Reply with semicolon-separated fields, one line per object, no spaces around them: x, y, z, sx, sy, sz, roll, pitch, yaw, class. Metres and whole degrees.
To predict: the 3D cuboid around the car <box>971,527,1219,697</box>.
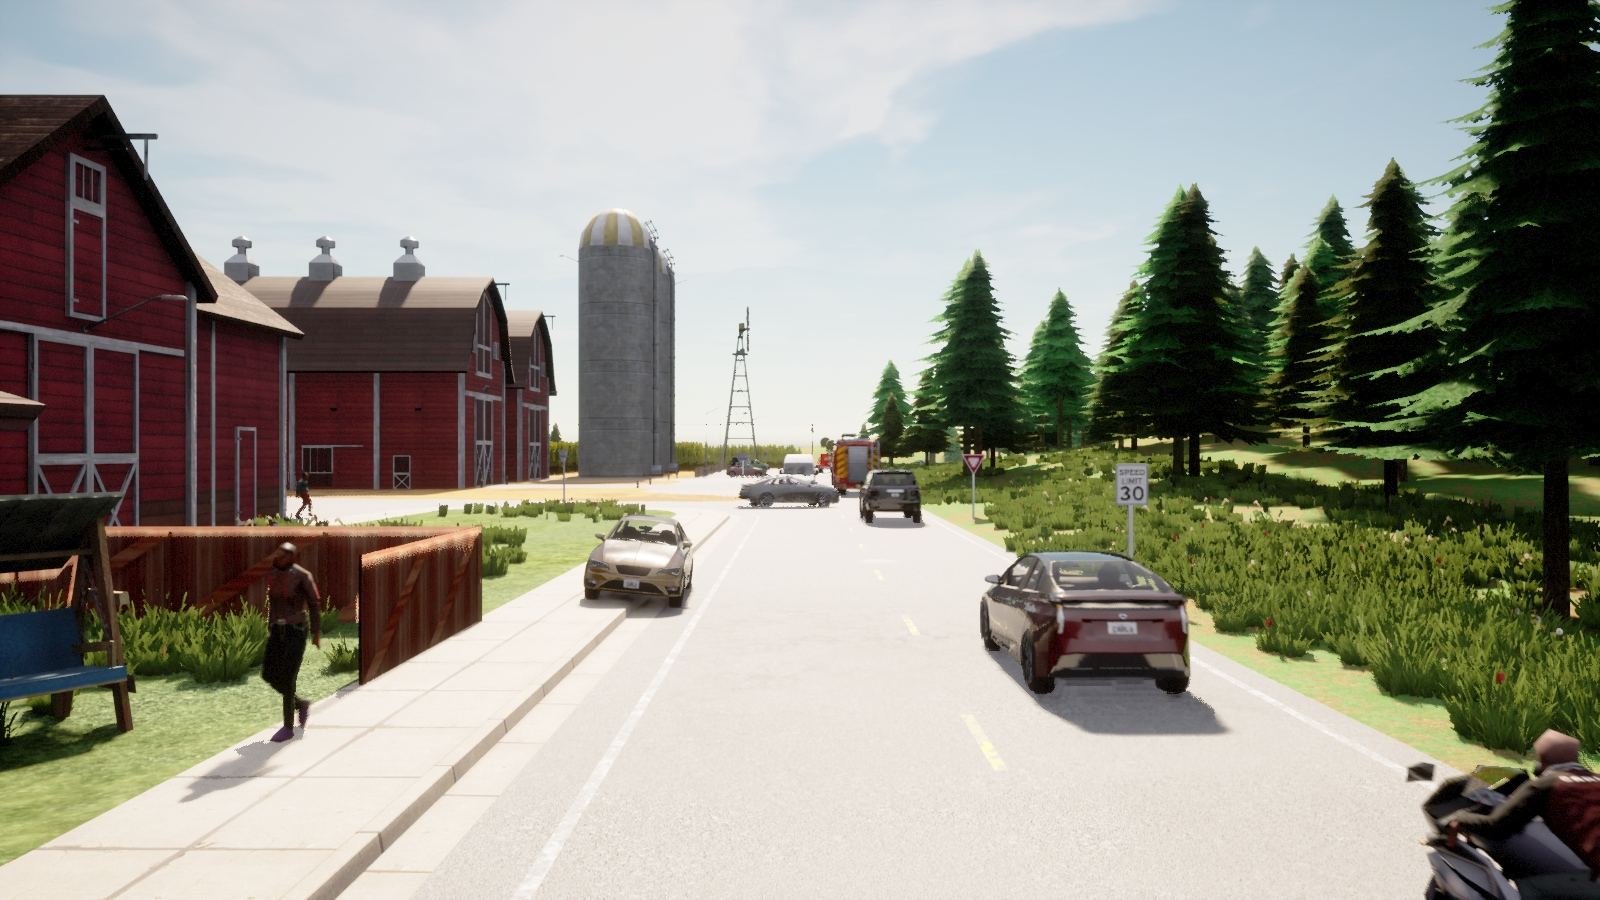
3.519;1.900;14.589;2.007;1.525;4.514;0;0;0;car

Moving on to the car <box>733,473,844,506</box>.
-0.556;1.862;54.717;4.902;1.511;2.128;1;0;-19;car

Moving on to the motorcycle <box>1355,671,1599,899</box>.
3.528;1.961;5.261;0.867;1.460;2.209;0;0;0;motorcycle

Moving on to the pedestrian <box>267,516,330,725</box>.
-4.632;1.555;10.559;0.375;1.860;0.375;0;0;15;pedestrian

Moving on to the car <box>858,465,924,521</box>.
3.549;1.640;45.526;2.150;2.045;5.566;0;0;0;car

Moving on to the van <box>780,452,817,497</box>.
-0.047;1.395;68.132;1.988;2.561;5.915;0;0;2;van

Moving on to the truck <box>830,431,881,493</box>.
3.560;0.750;75.078;2.891;3.827;8.468;0;0;0;truck

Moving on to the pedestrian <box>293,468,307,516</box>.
-19.367;1.616;44.263;0.375;1.860;0.375;0;0;-4;pedestrian
